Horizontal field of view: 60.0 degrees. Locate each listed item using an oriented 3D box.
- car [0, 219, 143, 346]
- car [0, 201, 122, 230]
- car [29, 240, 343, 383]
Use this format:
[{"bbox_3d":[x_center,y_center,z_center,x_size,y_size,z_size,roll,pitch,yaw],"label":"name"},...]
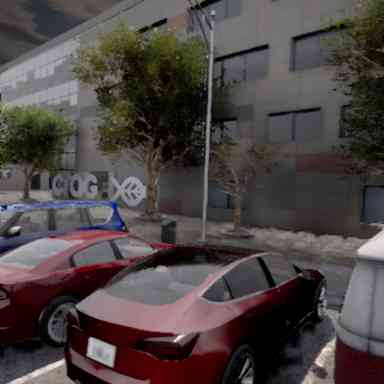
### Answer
[{"bbox_3d":[-1.796,1.497,6.565,2.097,1.535,5.008,-1,-1,35],"label":"car"},{"bbox_3d":[-4.040,1.279,8.133,2.435,2.045,5.566,-1,-1,36],"label":"car"},{"bbox_3d":[0.527,1.508,4.944,2.163,1.488,4.792,0,0,36],"label":"car"}]
